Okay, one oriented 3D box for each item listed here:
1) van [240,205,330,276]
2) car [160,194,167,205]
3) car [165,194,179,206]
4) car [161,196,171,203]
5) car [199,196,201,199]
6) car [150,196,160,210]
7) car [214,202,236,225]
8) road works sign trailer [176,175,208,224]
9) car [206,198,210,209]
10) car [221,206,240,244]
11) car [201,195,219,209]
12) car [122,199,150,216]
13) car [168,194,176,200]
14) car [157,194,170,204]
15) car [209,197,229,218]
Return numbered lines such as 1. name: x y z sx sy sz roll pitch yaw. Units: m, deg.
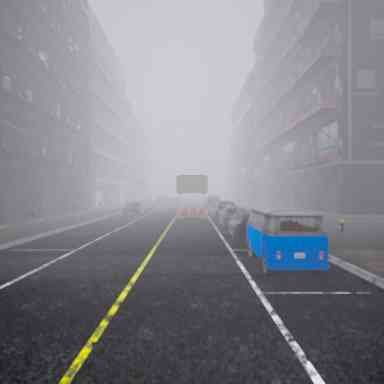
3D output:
1. van: 2.694 1.351 10.151 1.690 1.788 3.998 0 0 0
2. car: -5.679 1.484 60.885 1.967 1.590 4.097 0 0 0
3. car: -3.051 1.567 57.175 1.812 1.442 4.674 0 0 0
4. car: -5.677 1.631 72.157 1.802 1.307 4.206 0 0 0
5. car: 2.708 1.581 94.867 1.752 1.417 4.829 0 0 0
6. car: -5.682 1.560 43.804 1.752 1.417 4.829 0 0 0
7. car: 2.695 1.564 21.424 1.887 1.381 4.507 0 0 0
8. road works sign trailer: 0.004 0.487 25.194 2.380 3.560 2.880 0 0 0
9. car: 2.697 1.579 32.696 2.008 1.369 4.403 0 0 0
10. car: 2.693 1.581 15.787 1.947 1.339 4.313 0 0 0
11. car: 2.700 1.350 43.970 2.192 1.841 5.009 0 0 0
12. car: -5.684 1.594 32.701 1.947 1.339 4.313 0 0 0
13. car: -5.671 1.371 94.703 2.192 1.841 5.009 0 0 0
14. car: -5.677 1.361 66.521 2.192 1.841 5.009 0 0 0
15. car: 2.696 1.464 27.061 1.967 1.590 4.097 0 0 0
